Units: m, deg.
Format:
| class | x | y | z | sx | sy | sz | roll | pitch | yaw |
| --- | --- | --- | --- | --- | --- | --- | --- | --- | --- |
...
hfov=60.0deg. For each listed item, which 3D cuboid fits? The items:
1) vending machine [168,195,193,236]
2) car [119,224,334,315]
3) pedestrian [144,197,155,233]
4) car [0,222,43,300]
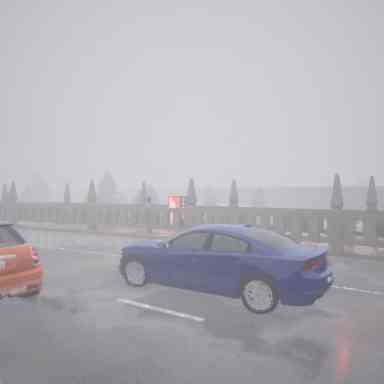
| class | x | y | z | sx | sy | sz | roll | pitch | yaw |
| --- | --- | --- | --- | --- | --- | --- | --- | --- | --- |
| vending machine | -0.584 | 1.195 | 17.634 | 0.880 | 2.100 | 1.100 | 0 | 0 | 30 |
| car | 0.521 | 1.477 | 7.614 | 5.008 | 1.535 | 1.882 | 0 | 0 | 33 |
| pedestrian | -2.149 | 1.141 | 16.832 | 0.375 | 1.860 | 0.375 | 0 | 0 | 29 |
| car | -5.331 | 1.352 | 7.115 | 4.553 | 1.767 | 2.097 | 0 | 0 | 31 |
